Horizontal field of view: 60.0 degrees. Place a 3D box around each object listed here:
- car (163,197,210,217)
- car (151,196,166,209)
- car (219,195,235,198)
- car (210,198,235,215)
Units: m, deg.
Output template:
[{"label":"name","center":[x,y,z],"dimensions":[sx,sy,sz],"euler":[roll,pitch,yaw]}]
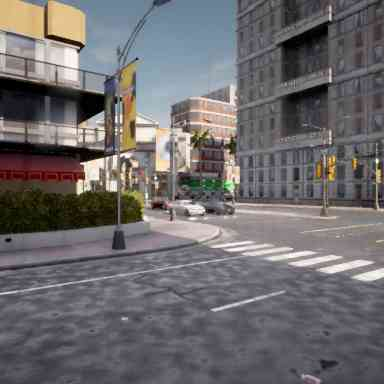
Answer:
[{"label":"car","center":[-0.623,1.526,32.117],"dimensions":[1.812,1.442,4.674],"euler":[0,0,-35]},{"label":"car","center":[-3.417,1.352,42.211],"dimensions":[2.097,1.767,4.553],"euler":[0,0,-35]},{"label":"car","center":[9.006,1.500,85.629],"dimensions":[4.892,1.490,1.837],"euler":[0,0,-35]},{"label":"car","center":[2.449,1.564,33.837],"dimensions":[1.994,1.385,4.181],"euler":[0,0,-35]}]
